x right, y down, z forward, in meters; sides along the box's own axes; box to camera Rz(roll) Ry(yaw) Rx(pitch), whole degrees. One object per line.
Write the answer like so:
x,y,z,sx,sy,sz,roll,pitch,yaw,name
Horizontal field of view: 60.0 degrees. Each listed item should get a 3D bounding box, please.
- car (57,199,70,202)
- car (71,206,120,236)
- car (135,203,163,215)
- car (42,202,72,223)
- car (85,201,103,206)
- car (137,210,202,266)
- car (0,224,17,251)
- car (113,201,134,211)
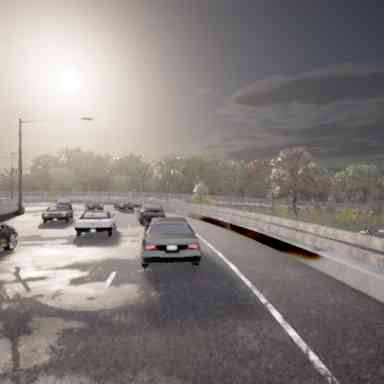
-17.436,1.704,45.011,1.882,1.535,5.008,0,0,-25,car
-5.376,1.690,19.028,1.895,1.301,4.718,0,0,-10,car
-3.240,1.613,25.818,1.837,1.490,4.892,0,0,-13,car
-10.607,1.736,26.585,1.895,1.301,4.718,0,0,-14,car
-12.959,1.807,43.843,1.895,1.301,4.718,0,0,-23,car
-0.824,1.594,11.692,2.033,1.411,5.357,0,0,-6,car
-7.869,1.578,11.654,1.837,1.490,4.892,0,0,-6,car
-9.046,1.792,43.558,1.895,1.301,4.718,0,0,-23,car
